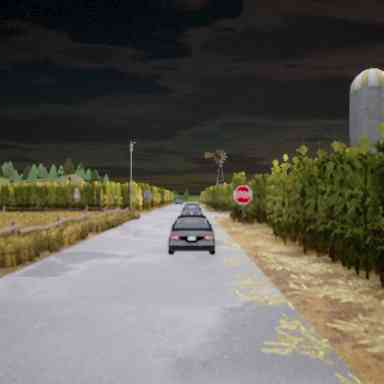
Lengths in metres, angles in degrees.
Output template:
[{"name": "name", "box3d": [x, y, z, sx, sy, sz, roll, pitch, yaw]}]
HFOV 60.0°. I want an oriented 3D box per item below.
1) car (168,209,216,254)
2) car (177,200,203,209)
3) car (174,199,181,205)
[{"name": "car", "box3d": [-0.010, 1.659, 13.980, 2.033, 1.411, 5.357, 0, 0, 0]}, {"name": "car", "box3d": [-0.021, 1.727, 28.979, 2.033, 1.411, 5.357, 0, 0, 0]}, {"name": "car", "box3d": [-3.161, 2.409, 78.490, 1.837, 1.490, 4.892, 0, -2, 0]}]
